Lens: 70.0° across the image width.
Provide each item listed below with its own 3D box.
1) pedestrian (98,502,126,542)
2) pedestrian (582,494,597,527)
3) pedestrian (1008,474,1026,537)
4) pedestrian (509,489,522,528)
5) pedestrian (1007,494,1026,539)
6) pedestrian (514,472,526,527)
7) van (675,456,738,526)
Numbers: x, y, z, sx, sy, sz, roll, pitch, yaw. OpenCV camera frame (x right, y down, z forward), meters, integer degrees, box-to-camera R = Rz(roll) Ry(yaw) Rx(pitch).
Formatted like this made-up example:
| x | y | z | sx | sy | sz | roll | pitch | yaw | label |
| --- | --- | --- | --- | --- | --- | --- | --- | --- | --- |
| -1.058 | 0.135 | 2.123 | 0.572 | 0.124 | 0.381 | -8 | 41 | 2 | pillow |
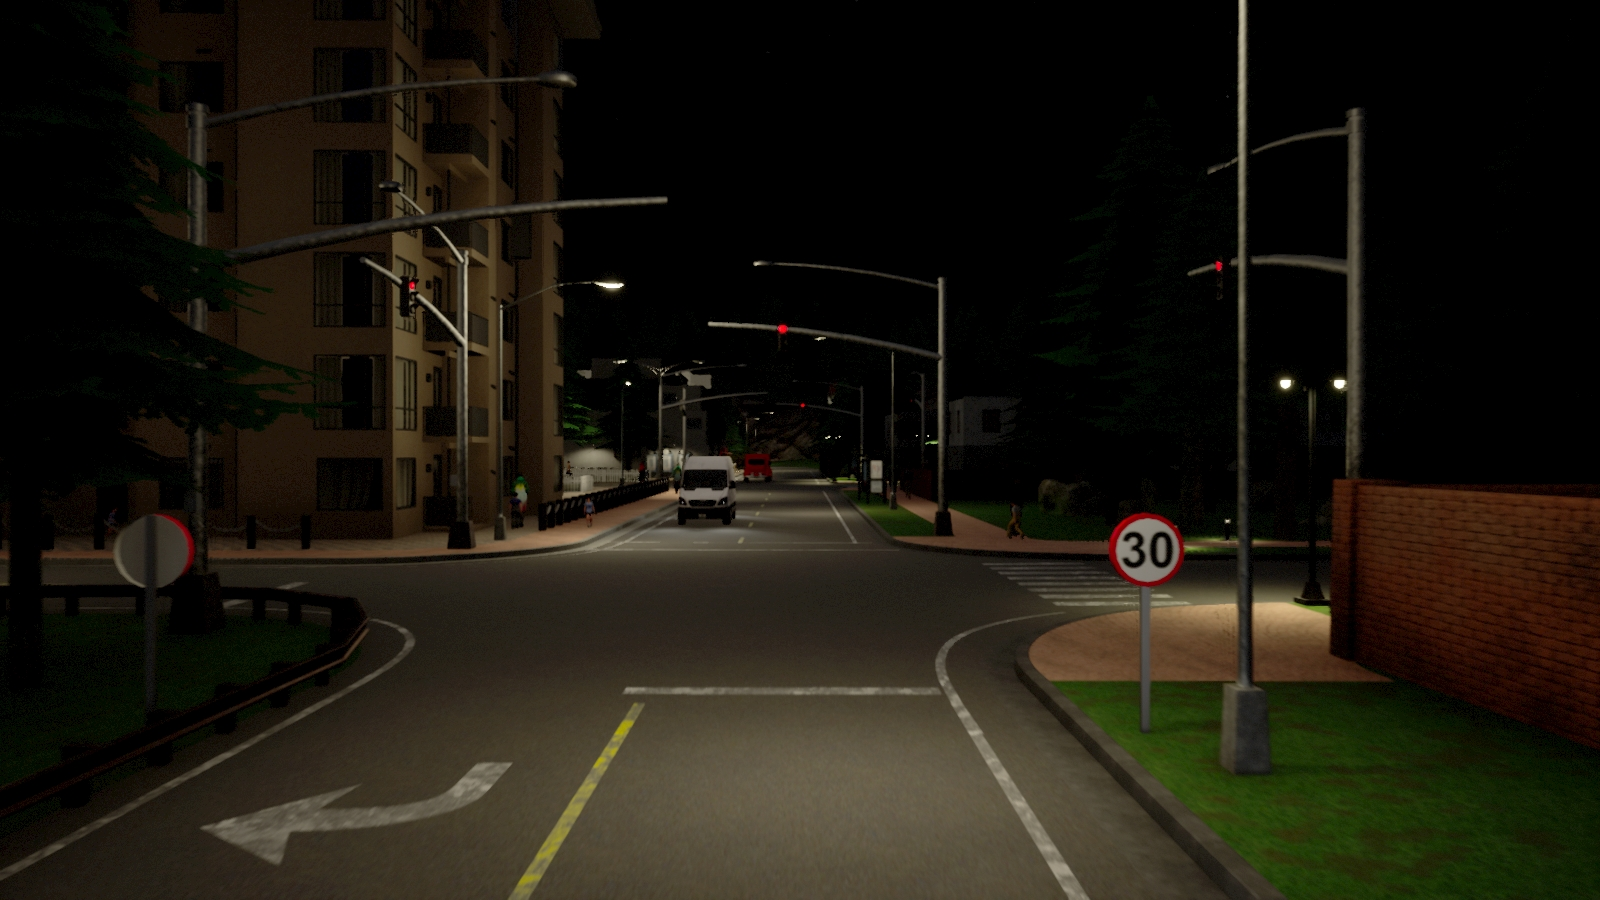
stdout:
| x | y | z | sx | sy | sz | roll | pitch | yaw | label |
| --- | --- | --- | --- | --- | --- | --- | --- | --- | --- |
| -19.623 | 2.055 | 32.593 | 0.500 | 1.100 | 0.500 | 0 | 0 | 1 | pedestrian |
| -7.190 | 2.055 | 38.997 | 0.500 | 1.100 | 0.500 | 0 | 0 | -10 | pedestrian |
| 6.583 | 1.674 | 34.637 | 0.375 | 1.860 | 0.375 | 0 | 0 | -29 | pedestrian |
| -9.555 | 1.955 | 38.377 | 0.375 | 1.300 | 0.375 | 0 | 0 | -7 | pedestrian |
| 6.407 | 1.955 | 33.815 | 0.375 | 1.300 | 0.375 | 0 | 0 | -41 | pedestrian |
| -9.582 | 1.676 | 39.080 | 0.375 | 1.860 | 0.375 | 0 | 0 | -14 | pedestrian |
| -3.584 | 1.513 | 44.836 | 1.988 | 2.561 | 5.915 | 0 | 0 | 0 | van |
